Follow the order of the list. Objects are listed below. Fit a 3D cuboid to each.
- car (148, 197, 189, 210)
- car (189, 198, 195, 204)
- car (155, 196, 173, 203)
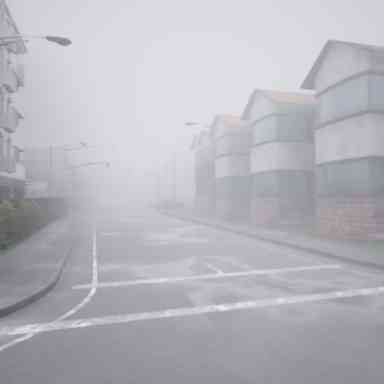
[{"bbox_3d":[-3.463,1.893,49.257,2.033,1.411,5.357,-2,-1,43],"label":"car"},{"bbox_3d":[-1.084,1.981,74.035,3.806,1.475,1.970,0,-1,-16],"label":"car"},{"bbox_3d":[-8.007,2.117,95.054,4.605,1.855,1.932,0,-1,-16],"label":"car"}]
